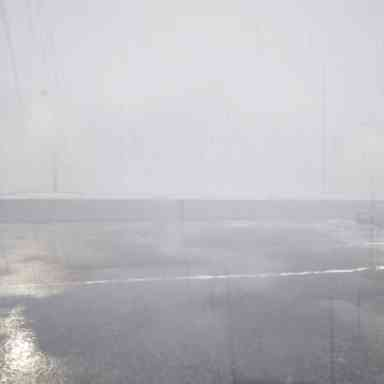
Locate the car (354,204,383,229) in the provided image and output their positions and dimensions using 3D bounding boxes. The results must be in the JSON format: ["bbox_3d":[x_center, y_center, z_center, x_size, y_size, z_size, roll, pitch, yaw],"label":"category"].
[{"bbox_3d":[12.025,1.399,20.015,4.181,1.385,1.994,1,1,-14],"label":"car"}]
